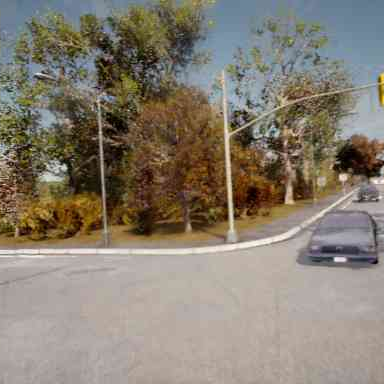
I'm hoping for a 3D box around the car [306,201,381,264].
[{"bbox_3d":[5.248,1.330,11.276,2.033,1.411,5.357,-4,0,29],"label":"car"}]

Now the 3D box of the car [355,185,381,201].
[{"bbox_3d":[17.453,0.132,32.935,1.837,1.490,4.892,-4,2,30],"label":"car"}]
